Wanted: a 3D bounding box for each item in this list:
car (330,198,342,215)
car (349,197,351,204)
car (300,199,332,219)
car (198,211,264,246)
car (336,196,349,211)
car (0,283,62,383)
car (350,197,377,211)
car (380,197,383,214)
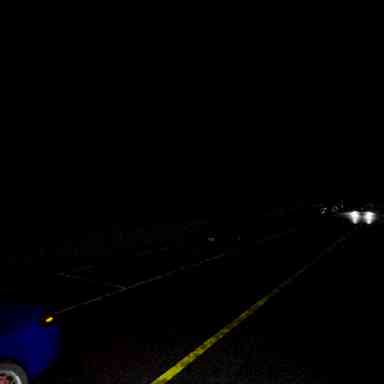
[{"bbox_3d":[13.749,1.566,34.114,1.947,1.339,4.313,0,0,32],"label":"car"},{"bbox_3d":[26.475,1.500,58.964,2.128,1.511,4.902,0,0,-32],"label":"car"},{"bbox_3d":[10.799,1.582,29.443,1.802,1.307,4.206,0,0,32],"label":"car"},{"bbox_3d":[1.949,1.566,15.428,1.947,1.339,4.313,0,0,32],"label":"car"},{"bbox_3d":[16.699,1.441,38.786,1.967,1.590,4.097,0,0,32],"label":"car"},{"bbox_3d":[-3.240,1.525,2.402,1.812,1.442,4.674,0,0,32],"label":"car"},{"bbox_3d":[20.966,1.632,40.547,1.895,1.301,4.718,0,0,32],"label":"car"},{"bbox_3d":[21.407,1.548,35.444,2.033,1.411,5.357,0,0,32],"label":"car"}]
